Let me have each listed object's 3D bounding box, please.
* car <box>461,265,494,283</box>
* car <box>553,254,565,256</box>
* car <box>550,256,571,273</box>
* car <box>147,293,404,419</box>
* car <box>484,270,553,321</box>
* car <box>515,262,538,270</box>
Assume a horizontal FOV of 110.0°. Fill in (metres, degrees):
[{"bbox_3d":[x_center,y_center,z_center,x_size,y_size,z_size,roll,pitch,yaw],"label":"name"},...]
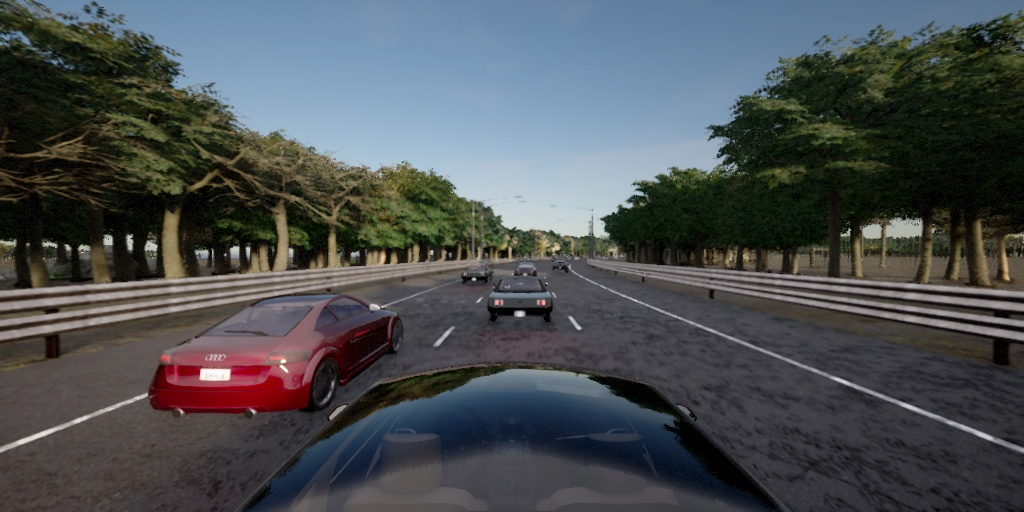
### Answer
[{"bbox_3d":[-2.518,1.327,27.347,1.895,1.301,4.718,0,0,4],"label":"car"},{"bbox_3d":[7.076,0.789,54.418,2.150,2.045,5.566,0,0,7],"label":"car"},{"bbox_3d":[5.676,1.078,42.737,1.837,1.490,4.892,0,0,6],"label":"car"},{"bbox_3d":[-3.330,1.308,6.056,1.994,1.385,4.181,0,0,1],"label":"car"},{"bbox_3d":[0.285,1.344,12.357,1.895,1.301,4.718,0,0,2],"label":"car"},{"bbox_3d":[1.173,1.254,30.042,1.812,1.442,4.674,0,0,4],"label":"car"}]
